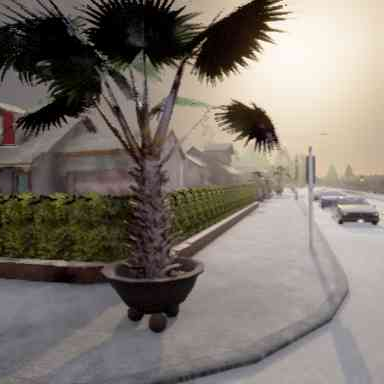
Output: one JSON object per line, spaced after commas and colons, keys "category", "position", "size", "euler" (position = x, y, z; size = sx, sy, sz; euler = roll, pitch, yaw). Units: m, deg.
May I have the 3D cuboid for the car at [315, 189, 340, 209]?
{"category": "car", "position": [11.697, 0.570, 27.889], "size": [1.882, 1.535, 5.008], "euler": [0, 2, 17]}

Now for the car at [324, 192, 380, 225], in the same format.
{"category": "car", "position": [8.838, 0.926, 18.474], "size": [2.033, 1.411, 5.357], "euler": [0, 2, 17]}

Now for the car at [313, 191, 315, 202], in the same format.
{"category": "car", "position": [14.633, 0.365, 37.450], "size": [1.994, 1.385, 4.181], "euler": [0, 2, 17]}
